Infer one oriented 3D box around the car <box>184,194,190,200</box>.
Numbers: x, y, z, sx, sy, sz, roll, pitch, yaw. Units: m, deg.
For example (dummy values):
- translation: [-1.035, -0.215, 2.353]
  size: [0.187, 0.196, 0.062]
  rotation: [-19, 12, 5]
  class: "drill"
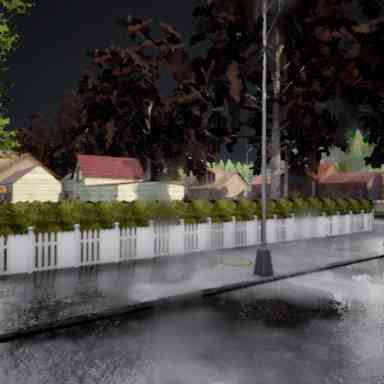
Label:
- translation: [-2.502, 1.427, 57.213]
  size: [2.150, 2.045, 5.566]
  rotation: [0, 0, -35]
  class: "car"
